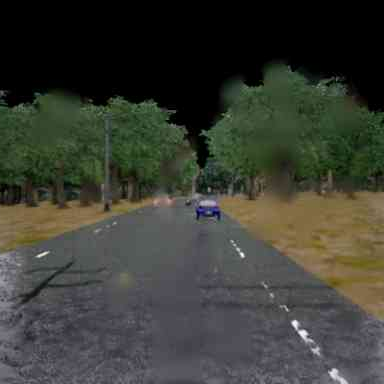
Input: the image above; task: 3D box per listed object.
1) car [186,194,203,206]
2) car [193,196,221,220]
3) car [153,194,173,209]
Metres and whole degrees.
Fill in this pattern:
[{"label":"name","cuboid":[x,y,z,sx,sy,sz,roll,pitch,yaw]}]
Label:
[{"label":"car","cuboid":[0.185,1.303,47.579,1.895,1.301,4.718,0,1,3]},{"label":"car","cuboid":[1.242,1.338,26.981,1.882,1.535,5.008,0,0,0]},{"label":"car","cuboid":[-3.505,1.112,41.000,2.097,1.767,4.553,0,1,1]}]
